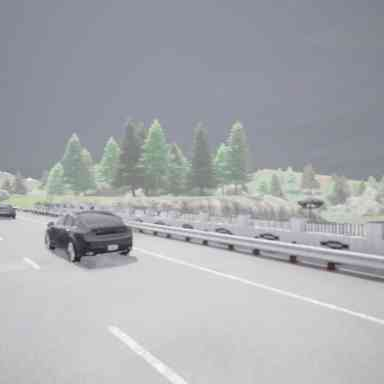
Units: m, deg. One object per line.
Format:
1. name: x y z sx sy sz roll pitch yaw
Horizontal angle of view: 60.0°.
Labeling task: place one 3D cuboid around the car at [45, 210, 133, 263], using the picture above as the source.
1. car: -3.789 1.411 11.795 1.837 1.490 4.892 -2 1 -37

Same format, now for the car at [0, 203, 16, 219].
1. car: -17.198 1.727 29.889 1.994 1.385 4.181 -2 0 -37
